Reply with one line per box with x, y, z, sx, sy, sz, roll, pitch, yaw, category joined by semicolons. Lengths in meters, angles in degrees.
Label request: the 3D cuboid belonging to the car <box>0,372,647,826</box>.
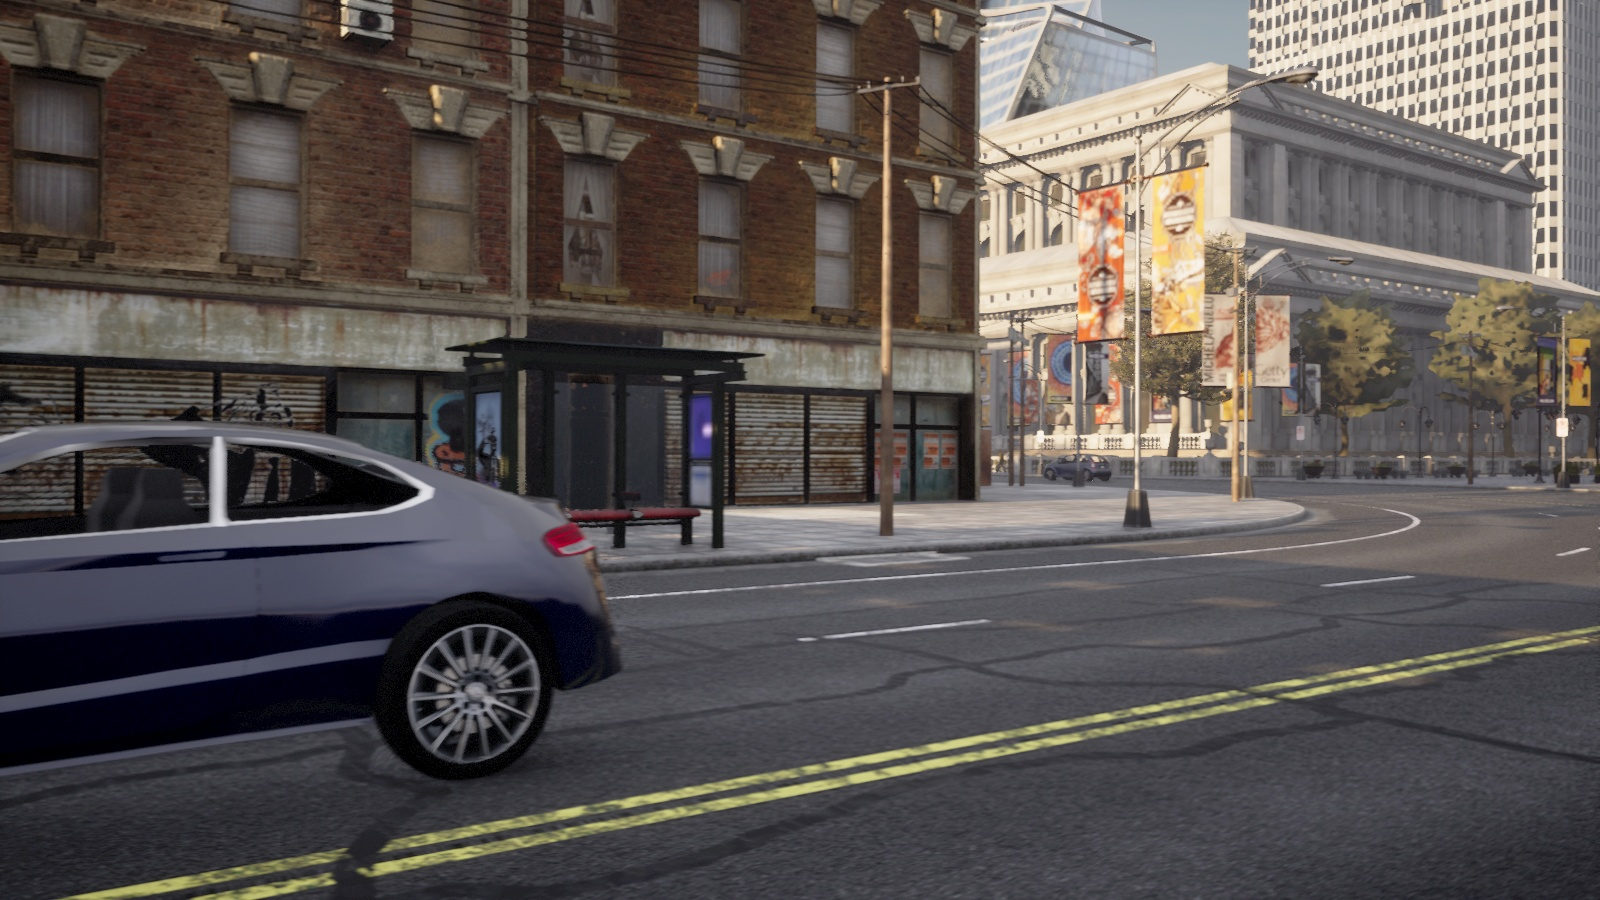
-3.409;0.547;5.556;5.027;1.651;2.152;0;0;-38;car

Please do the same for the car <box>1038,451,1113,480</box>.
15.969;0.892;72.870;1.851;1.617;3.988;0;0;-38;car
